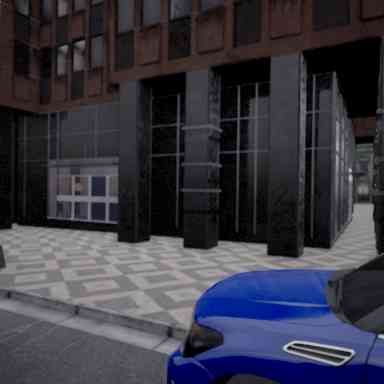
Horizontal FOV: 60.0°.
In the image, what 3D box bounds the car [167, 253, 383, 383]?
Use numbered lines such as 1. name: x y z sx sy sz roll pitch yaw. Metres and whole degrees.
1. car: 2.524 1.226 2.407 5.566 2.045 2.150 0 0 28
